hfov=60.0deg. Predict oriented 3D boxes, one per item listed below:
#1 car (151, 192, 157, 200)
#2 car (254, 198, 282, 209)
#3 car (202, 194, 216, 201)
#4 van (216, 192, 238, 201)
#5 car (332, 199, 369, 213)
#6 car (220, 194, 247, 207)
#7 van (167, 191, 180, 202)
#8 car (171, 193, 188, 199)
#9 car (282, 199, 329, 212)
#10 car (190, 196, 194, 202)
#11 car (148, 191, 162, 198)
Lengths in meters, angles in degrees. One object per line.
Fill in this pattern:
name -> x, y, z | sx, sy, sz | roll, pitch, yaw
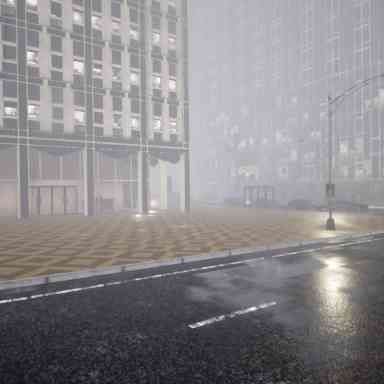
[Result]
car -> -9.797, 1.038, 69.290 | 2.008, 1.369, 4.403 | 0, 1, -34
car -> 9.302, 1.387, 41.041 | 1.802, 1.307, 4.206 | -1, 1, -34
car -> 3.528, 1.042, 64.609 | 1.802, 1.307, 4.206 | -1, 1, -34
van -> 6.726, 0.854, 59.908 | 1.690, 1.788, 3.998 | -1, 1, -34
car -> 16.433, 1.404, 35.351 | 1.994, 1.385, 4.181 | -1, 1, -34
car -> 6.152, 1.318, 45.771 | 1.947, 1.339, 4.313 | -1, 1, -34
van -> -3.399, 0.936, 59.892 | 1.690, 1.788, 3.998 | 0, 1, -34
car -> -2.869, 0.935, 74.006 | 1.802, 1.307, 4.206 | 0, 1, -34
car -> 12.486, 1.422, 36.331 | 1.947, 1.339, 4.313 | -1, 1, -34
car -> -1.488, 1.055, 61.812 | 1.837, 1.490, 4.892 | -1, 1, -34
car -> -9.267, 0.685, 83.399 | 1.967, 1.590, 4.097 | 0, 1, -34
